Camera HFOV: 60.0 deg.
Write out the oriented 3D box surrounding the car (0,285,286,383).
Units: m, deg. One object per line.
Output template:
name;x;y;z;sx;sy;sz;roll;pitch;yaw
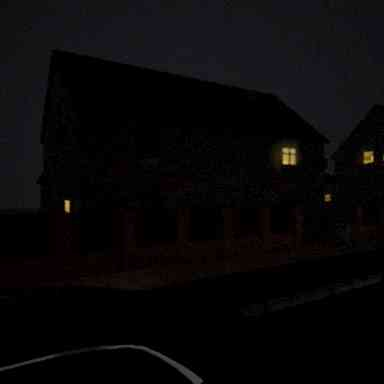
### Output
car;-1.570;1.496;1.795;4.892;1.490;1.837;-1;1;-35
